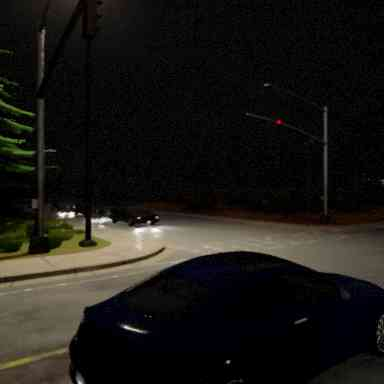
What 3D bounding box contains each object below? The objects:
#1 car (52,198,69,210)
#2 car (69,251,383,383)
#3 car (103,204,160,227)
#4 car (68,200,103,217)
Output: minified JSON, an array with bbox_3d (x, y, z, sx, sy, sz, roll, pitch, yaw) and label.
[{"bbox_3d":[-15.899,1.539,40.856,2.128,1.511,4.902,0,0,-34],"label":"car"},{"bbox_3d":[0.868,1.532,4.367,4.674,1.442,1.812,0,0,-35],"label":"car"},{"bbox_3d":[-4.309,1.593,23.935,2.033,1.411,5.357,0,0,-34],"label":"car"},{"bbox_3d":[-10.031,1.538,32.278,2.128,1.511,4.902,0,0,-35],"label":"car"}]
